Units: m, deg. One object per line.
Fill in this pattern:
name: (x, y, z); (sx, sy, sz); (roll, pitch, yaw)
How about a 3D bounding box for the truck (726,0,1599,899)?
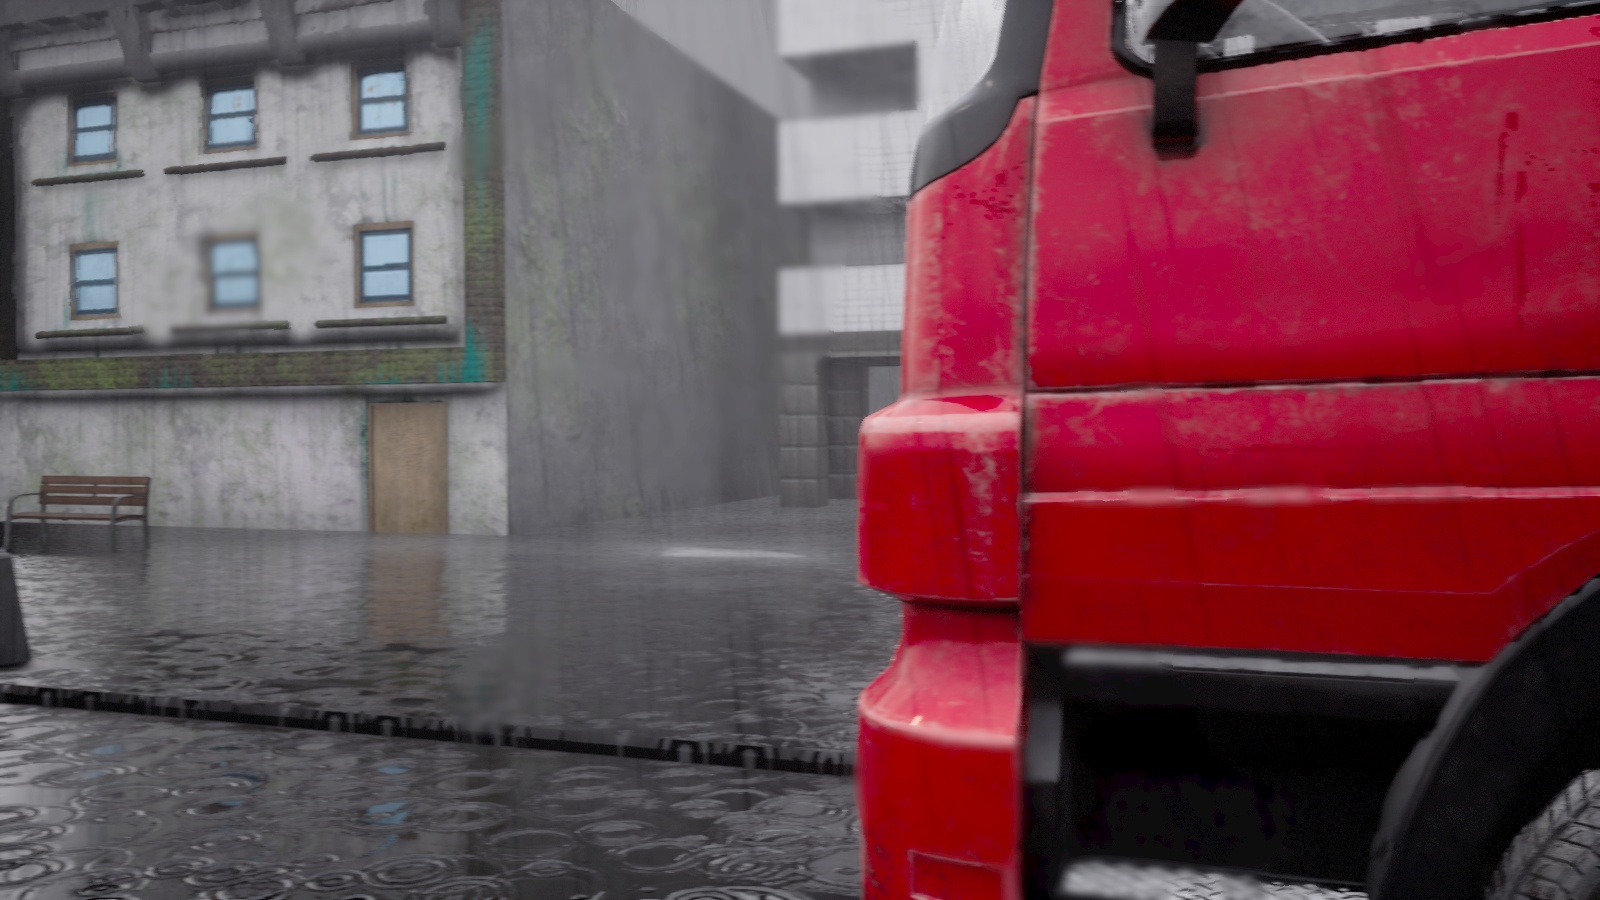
truck: (4.094, -0.177, 2.329); (7.936, 3.462, 2.891); (1, 1, 19)
